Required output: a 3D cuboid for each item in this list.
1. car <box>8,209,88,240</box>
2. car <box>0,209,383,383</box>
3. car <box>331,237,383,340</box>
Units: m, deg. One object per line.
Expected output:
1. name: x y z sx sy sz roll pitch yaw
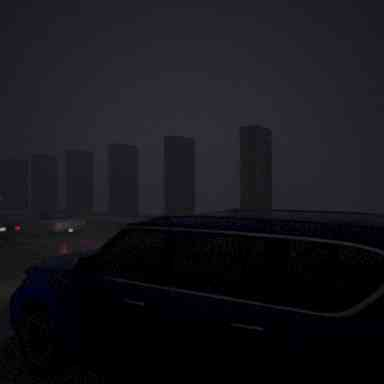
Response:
1. car: -7.996 1.683 18.304 4.718 1.301 1.895 0 0 36
2. car: 0.154 1.232 3.881 5.566 2.045 2.150 0 0 35
3. car: 4.765 1.595 4.894 4.718 1.301 1.895 0 0 35
